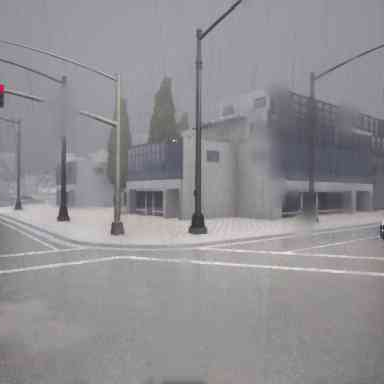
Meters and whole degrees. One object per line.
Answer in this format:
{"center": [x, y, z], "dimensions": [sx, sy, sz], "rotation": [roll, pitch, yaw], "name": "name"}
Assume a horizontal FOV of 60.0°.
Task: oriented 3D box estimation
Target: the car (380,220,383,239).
{"center": [10.923, 1.392, 15.925], "dimensions": [4.553, 1.767, 2.097], "rotation": [0, 0, -38], "name": "car"}

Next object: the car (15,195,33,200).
{"center": [-42.453, 1.438, 83.732], "dimensions": [4.181, 1.385, 1.994], "rotation": [0, 0, 8], "name": "car"}
